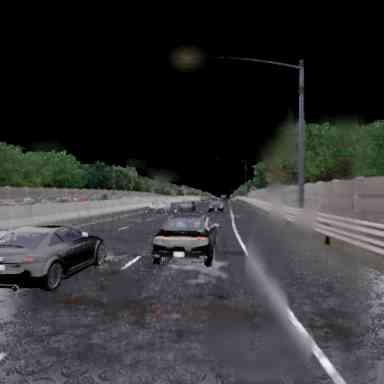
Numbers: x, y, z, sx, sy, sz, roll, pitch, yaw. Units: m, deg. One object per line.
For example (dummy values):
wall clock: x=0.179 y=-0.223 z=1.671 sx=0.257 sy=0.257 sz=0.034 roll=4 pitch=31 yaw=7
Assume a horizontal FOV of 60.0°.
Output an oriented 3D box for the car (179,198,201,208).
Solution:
car: x=-0.459 y=1.650 z=41.136 sx=2.128 sy=1.511 sz=4.902 roll=0 pitch=0 yaw=6

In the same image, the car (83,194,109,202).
car: x=-16.298 y=1.381 z=57.786 sx=2.150 sy=2.045 sz=5.566 roll=0 pitch=0 yaw=7

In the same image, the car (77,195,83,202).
car: x=-19.351 y=1.388 z=61.888 sx=2.150 sy=2.045 sz=5.566 roll=0 pitch=0 yaw=6

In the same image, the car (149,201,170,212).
car: x=-3.938 y=1.749 z=41.528 sx=1.895 sy=1.301 sz=4.718 roll=0 pitch=0 yaw=6

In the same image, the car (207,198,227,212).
car: x=3.023 y=1.769 z=40.779 sx=1.895 sy=1.301 sz=4.718 roll=0 pitch=0 yaw=6

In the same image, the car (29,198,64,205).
car: x=-18.011 y=1.595 z=42.275 sx=2.128 sy=1.511 sz=4.902 roll=0 pitch=0 yaw=6

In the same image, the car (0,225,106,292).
car: x=-3.903 y=1.585 z=9.074 sx=1.994 sy=1.385 sz=4.181 roll=0 pitch=0 yaw=6

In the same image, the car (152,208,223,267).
car: x=-0.100 y=1.538 z=11.693 sx=2.128 sy=1.511 sz=4.902 roll=0 pitch=0 yaw=6

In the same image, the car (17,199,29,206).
car: x=-21.286 y=1.606 z=44.399 sx=1.837 sy=1.490 sz=4.892 roll=0 pitch=0 yaw=7
